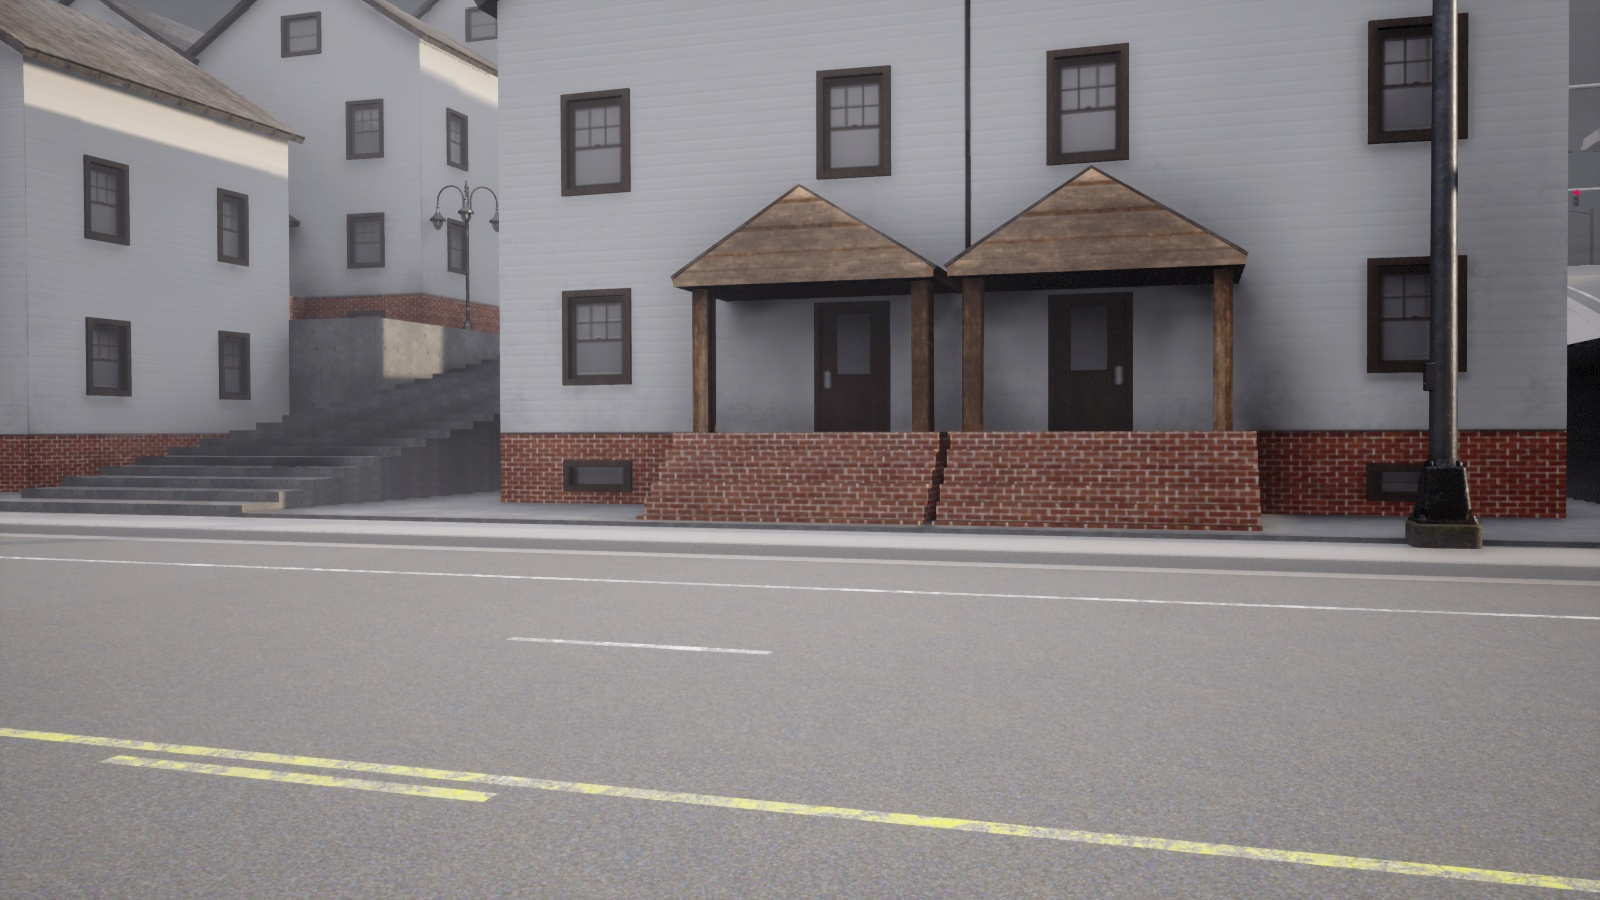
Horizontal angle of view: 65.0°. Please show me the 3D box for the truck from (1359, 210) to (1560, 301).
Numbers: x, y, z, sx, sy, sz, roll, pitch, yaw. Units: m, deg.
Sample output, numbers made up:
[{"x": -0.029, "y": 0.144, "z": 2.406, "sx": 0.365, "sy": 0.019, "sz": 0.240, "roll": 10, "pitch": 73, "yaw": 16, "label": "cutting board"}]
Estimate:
[{"x": 30.553, "y": -8.984, "z": 58.615, "sx": 7.936, "sy": 3.462, "sz": 2.891, "roll": 0, "pitch": 1, "yaw": 18, "label": "truck"}]
